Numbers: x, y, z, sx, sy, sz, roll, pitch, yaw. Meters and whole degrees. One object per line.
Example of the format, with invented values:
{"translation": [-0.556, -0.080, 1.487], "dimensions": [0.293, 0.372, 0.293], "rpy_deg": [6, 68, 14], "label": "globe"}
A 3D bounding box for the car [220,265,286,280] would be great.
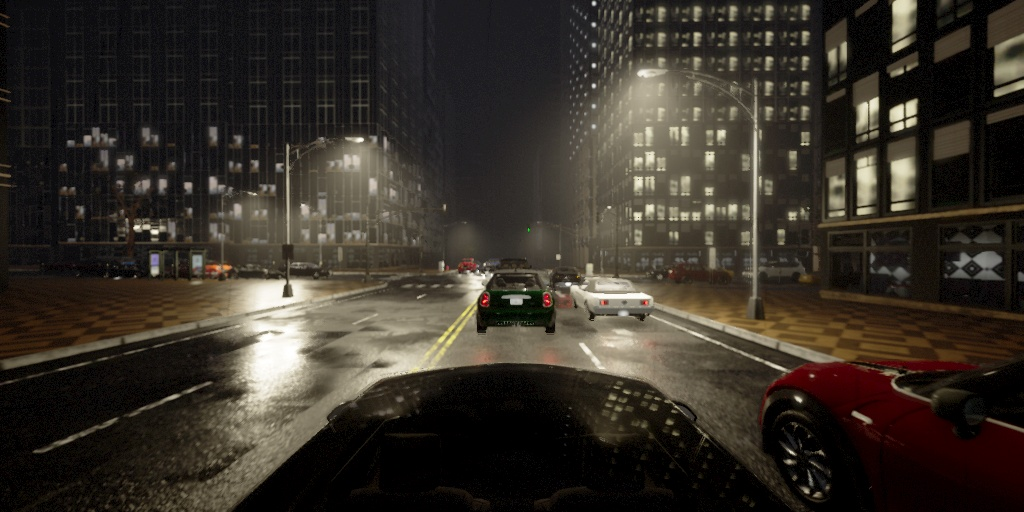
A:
{"translation": [-22.707, 1.475, 31.750], "dimensions": [4.313, 1.339, 1.948], "rpy_deg": [0, 0, 1], "label": "car"}

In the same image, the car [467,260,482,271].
{"translation": [-6.513, 1.665, 62.553], "dimensions": [2.097, 1.767, 4.553], "rpy_deg": [0, -1, 0], "label": "car"}

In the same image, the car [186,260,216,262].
{"translation": [-29.401, 1.185, 34.608], "dimensions": [4.553, 1.767, 2.097], "rpy_deg": [1, 0, 1], "label": "car"}

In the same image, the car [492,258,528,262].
{"translation": [0.116, 1.165, 22.101], "dimensions": [2.150, 2.045, 5.566], "rpy_deg": [0, -1, 0], "label": "car"}

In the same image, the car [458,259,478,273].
{"translation": [-6.556, 1.450, 52.957], "dimensions": [2.150, 2.045, 5.566], "rpy_deg": [0, -1, 0], "label": "car"}

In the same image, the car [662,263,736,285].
{"translation": [16.217, 1.565, 31.188], "dimensions": [5.009, 1.841, 2.192], "rpy_deg": [0, 0, 1], "label": "car"}

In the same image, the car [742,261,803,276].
{"translation": [26.846, 1.528, 36.779], "dimensions": [5.566, 2.045, 2.150], "rpy_deg": [0, 0, 1], "label": "car"}

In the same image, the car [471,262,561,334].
{"translation": [0.108, 1.192, 11.160], "dimensions": [2.097, 1.767, 4.553], "rpy_deg": [0, -1, 0], "label": "car"}

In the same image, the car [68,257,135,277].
{"translation": [-39.395, 1.096, 34.826], "dimensions": [4.553, 1.767, 2.097], "rpy_deg": [1, 0, 1], "label": "car"}

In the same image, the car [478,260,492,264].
{"translation": [-3.304, 1.706, 51.419], "dimensions": [2.128, 1.511, 4.902], "rpy_deg": [0, -1, 0], "label": "car"}

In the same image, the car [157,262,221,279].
{"translation": [-28.391, 1.440, 31.889], "dimensions": [4.207, 1.307, 1.802], "rpy_deg": [0, 0, 1], "label": "car"}

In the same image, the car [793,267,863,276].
{"translation": [27.665, 1.873, 30.981], "dimensions": [4.829, 1.417, 1.751], "rpy_deg": [0, 0, 1], "label": "car"}

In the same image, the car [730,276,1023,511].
{"translation": [3.350, 1.099, 1.469], "dimensions": [2.097, 1.767, 4.553], "rpy_deg": [0, -1, 0], "label": "car"}

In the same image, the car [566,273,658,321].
{"translation": [3.360, 1.459, 13.001], "dimensions": [1.895, 1.301, 4.718], "rpy_deg": [0, -1, 0], "label": "car"}

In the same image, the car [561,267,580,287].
{"translation": [3.534, 1.467, 24.040], "dimensions": [1.837, 1.490, 4.892], "rpy_deg": [0, -1, 3], "label": "car"}

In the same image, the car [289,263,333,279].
{"translation": [-19.783, 1.409, 34.403], "dimensions": [4.902, 1.511, 2.128], "rpy_deg": [1, 0, 1], "label": "car"}

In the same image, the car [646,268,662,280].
{"translation": [16.376, 1.721, 36.966], "dimensions": [4.892, 1.490, 1.837], "rpy_deg": [1, 0, 1], "label": "car"}

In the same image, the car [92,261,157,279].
{"translation": [-34.072, 1.373, 32.067], "dimensions": [4.313, 1.339, 1.948], "rpy_deg": [0, 0, 1], "label": "car"}
